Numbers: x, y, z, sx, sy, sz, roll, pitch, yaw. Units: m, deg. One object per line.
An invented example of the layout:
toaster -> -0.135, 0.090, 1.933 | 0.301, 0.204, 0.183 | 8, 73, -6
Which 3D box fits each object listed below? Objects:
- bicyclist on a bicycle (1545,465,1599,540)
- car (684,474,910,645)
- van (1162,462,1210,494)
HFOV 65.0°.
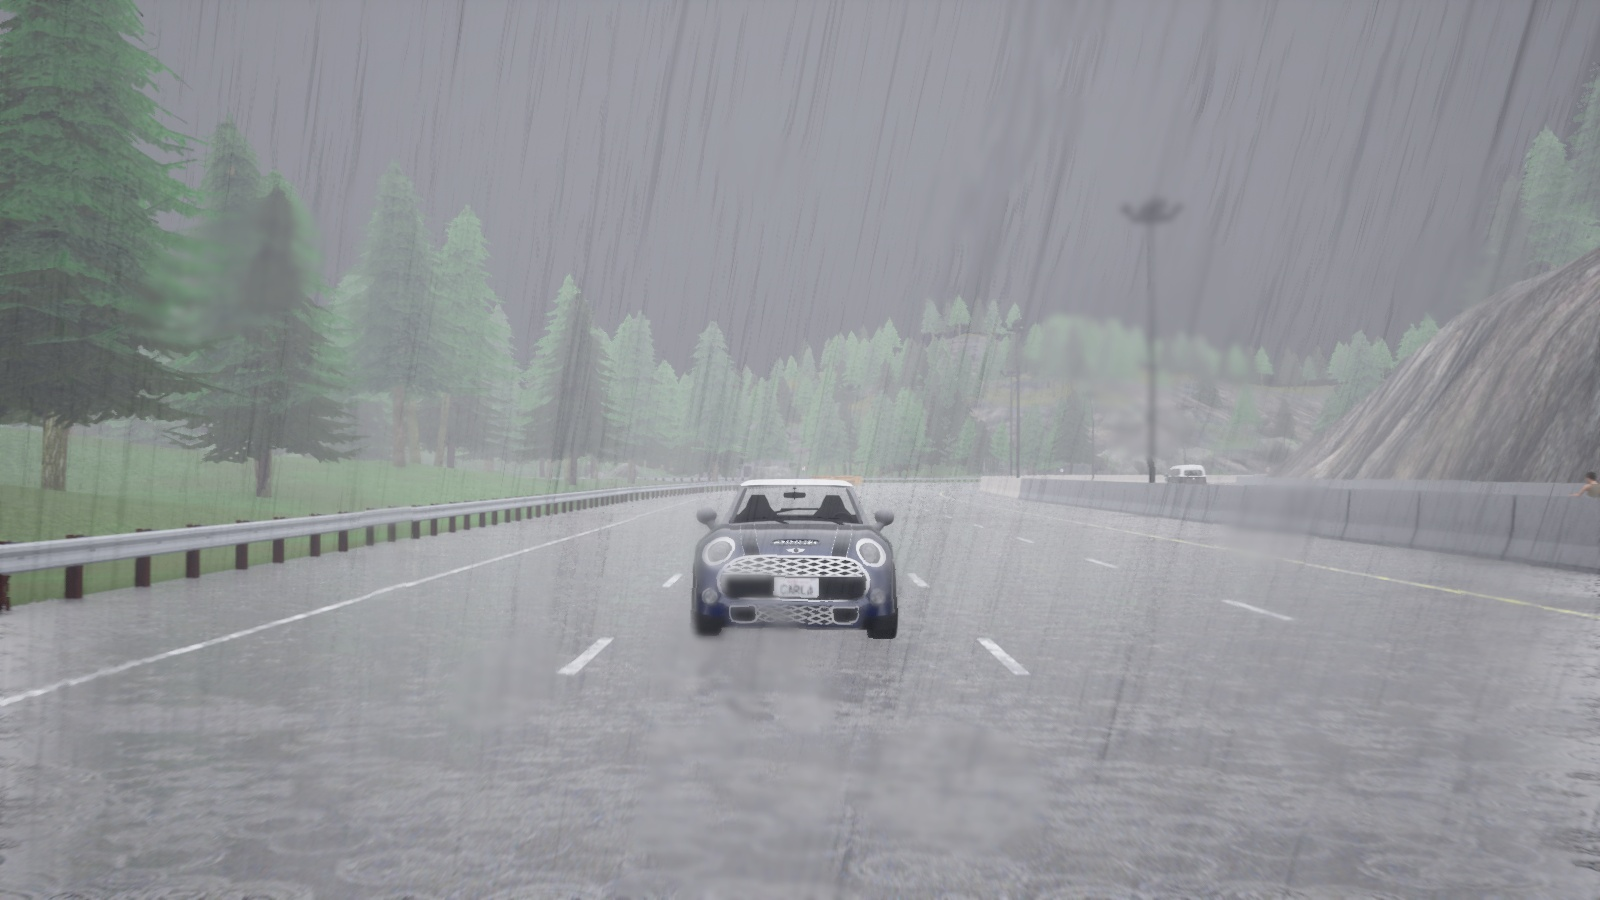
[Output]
bicyclist on a bicycle -> 17.427, 1.148, 27.887 | 0.866, 1.612, 1.509 | 0, -1, 0
car -> -0.031, 0.996, 12.907 | 1.970, 1.475, 3.806 | 0, -1, 0
van -> 25.050, 1.803, 81.574 | 2.069, 2.038, 4.480 | -1, -1, 5
